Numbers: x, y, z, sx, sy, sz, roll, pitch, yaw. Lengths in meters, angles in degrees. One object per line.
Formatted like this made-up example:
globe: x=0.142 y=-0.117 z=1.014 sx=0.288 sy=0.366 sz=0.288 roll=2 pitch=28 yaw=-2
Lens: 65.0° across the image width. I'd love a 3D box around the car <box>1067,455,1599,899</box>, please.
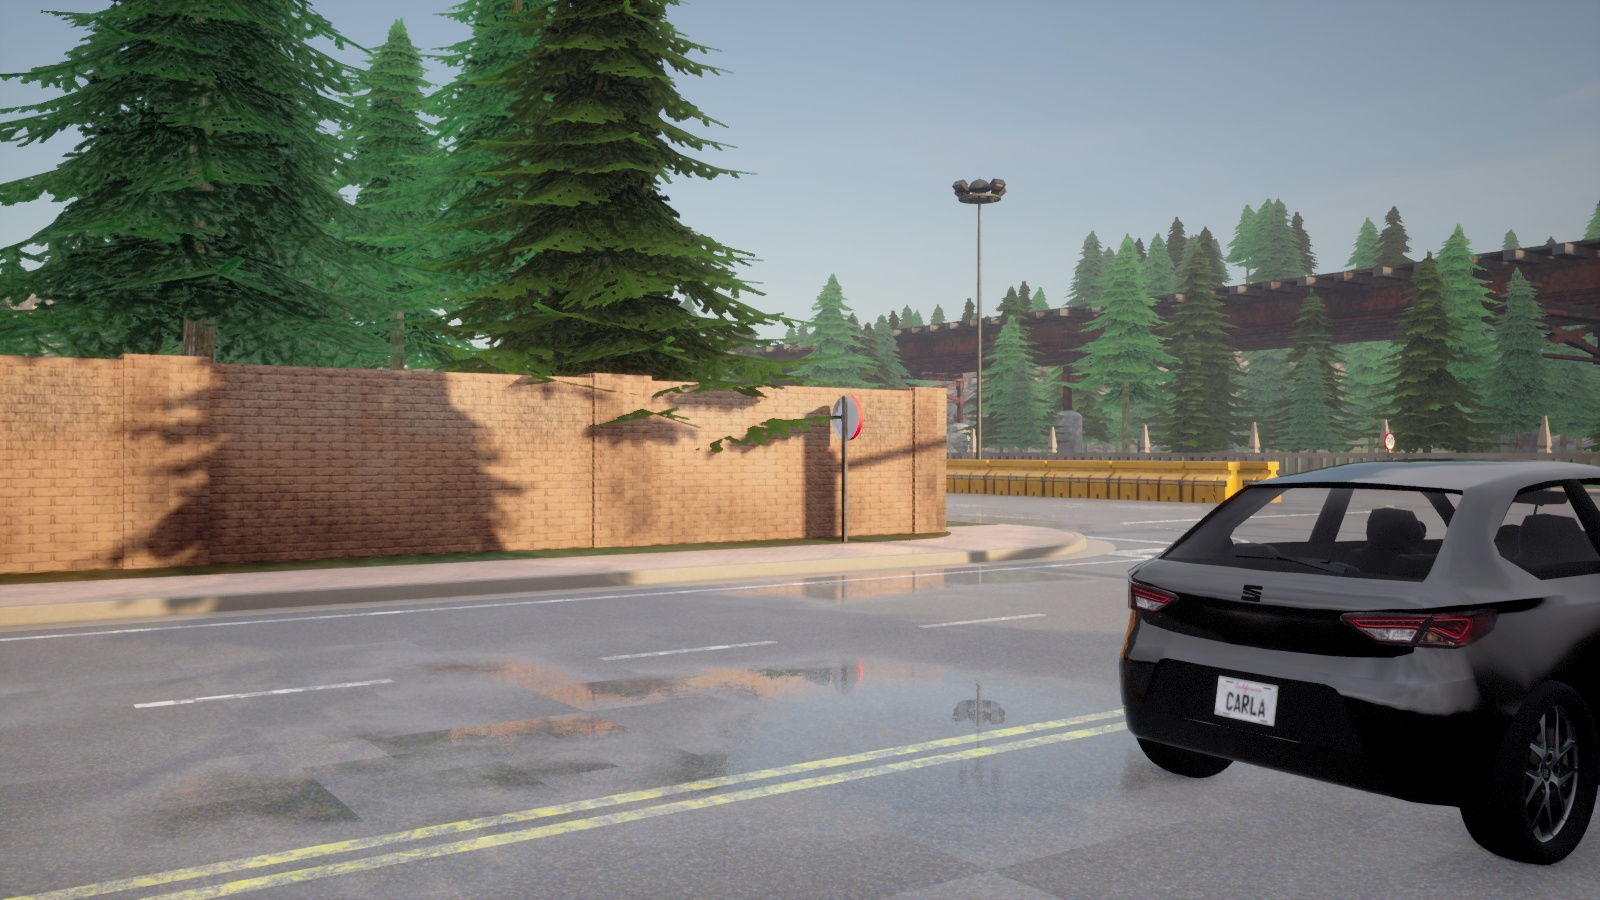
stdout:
car: x=3.427 y=0.766 z=6.046 sx=4.193 sy=1.474 sz=1.816 roll=0 pitch=0 yaw=-35
